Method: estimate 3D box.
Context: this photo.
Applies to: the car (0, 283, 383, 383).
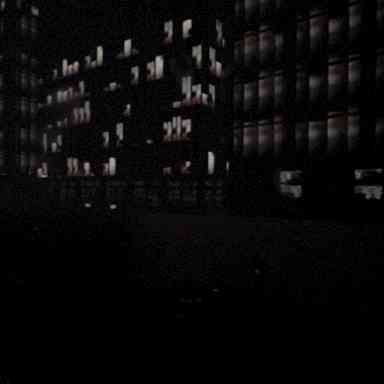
[{"bbox_3d":[-0.190,1.563,3.001,4.313,1.339,1.947,0,1,36],"label":"car"}]
